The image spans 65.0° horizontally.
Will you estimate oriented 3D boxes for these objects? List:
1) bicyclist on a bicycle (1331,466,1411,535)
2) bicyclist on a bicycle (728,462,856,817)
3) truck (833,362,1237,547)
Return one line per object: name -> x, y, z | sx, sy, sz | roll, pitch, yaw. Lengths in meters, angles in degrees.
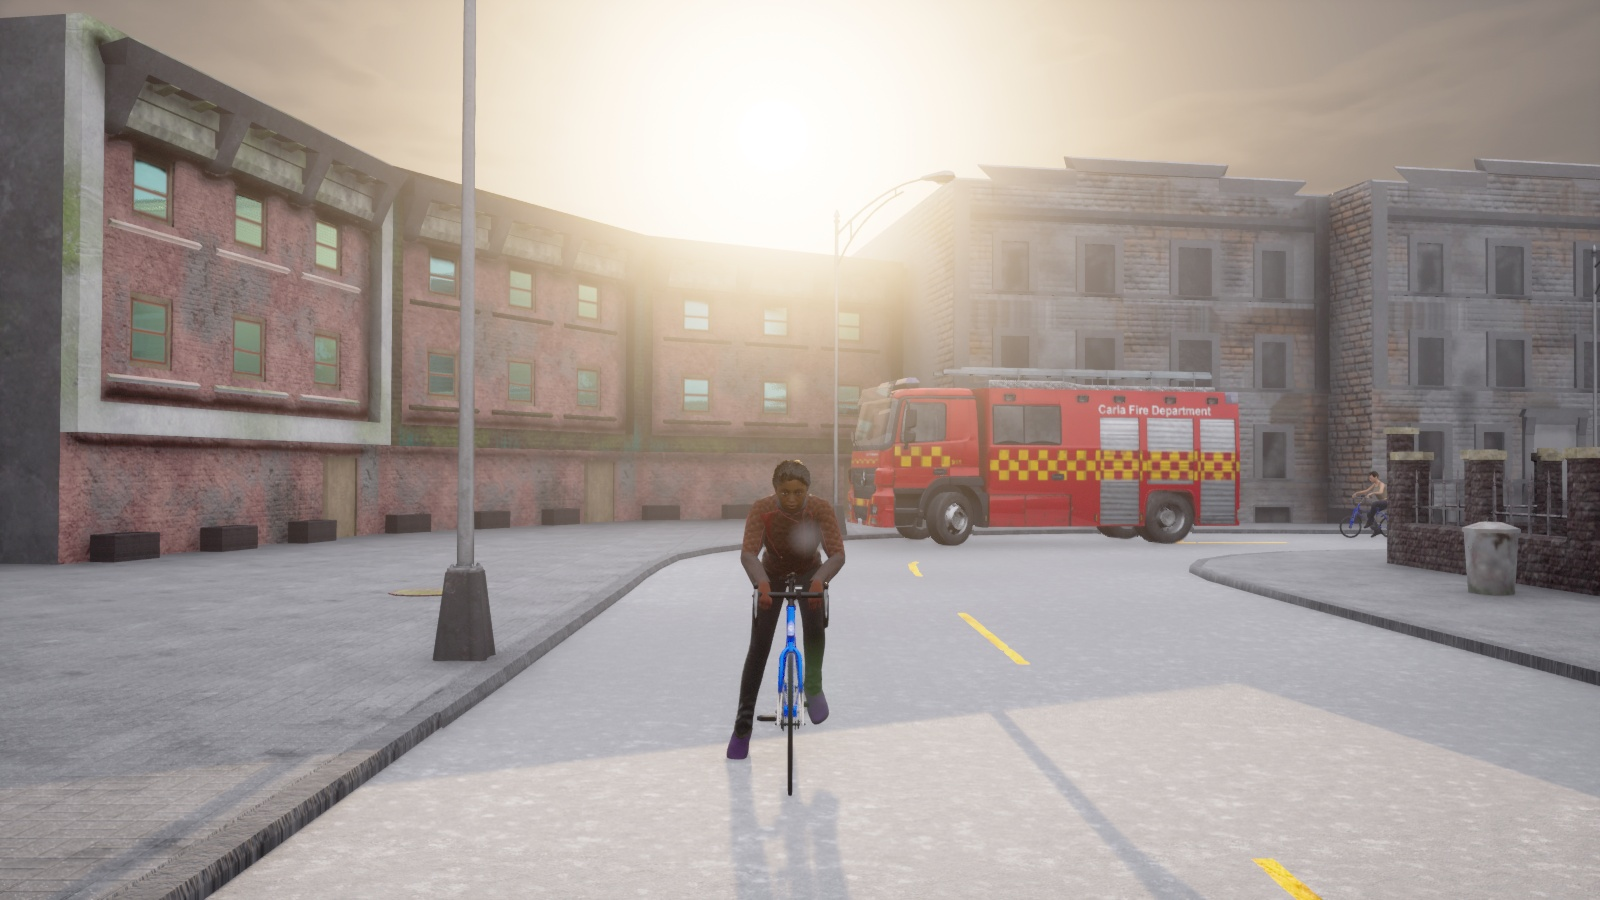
bicyclist on a bicycle -> 13.710, 1.202, 30.165 | 1.509, 1.612, 0.866 | 0, -1, 0
bicyclist on a bicycle -> -0.040, 0.878, 6.590 | 0.582, 1.620, 1.656 | 0, -1, 0
truck -> 5.206, 0.098, 28.277 | 8.468, 3.827, 2.891 | 0, -1, -12
